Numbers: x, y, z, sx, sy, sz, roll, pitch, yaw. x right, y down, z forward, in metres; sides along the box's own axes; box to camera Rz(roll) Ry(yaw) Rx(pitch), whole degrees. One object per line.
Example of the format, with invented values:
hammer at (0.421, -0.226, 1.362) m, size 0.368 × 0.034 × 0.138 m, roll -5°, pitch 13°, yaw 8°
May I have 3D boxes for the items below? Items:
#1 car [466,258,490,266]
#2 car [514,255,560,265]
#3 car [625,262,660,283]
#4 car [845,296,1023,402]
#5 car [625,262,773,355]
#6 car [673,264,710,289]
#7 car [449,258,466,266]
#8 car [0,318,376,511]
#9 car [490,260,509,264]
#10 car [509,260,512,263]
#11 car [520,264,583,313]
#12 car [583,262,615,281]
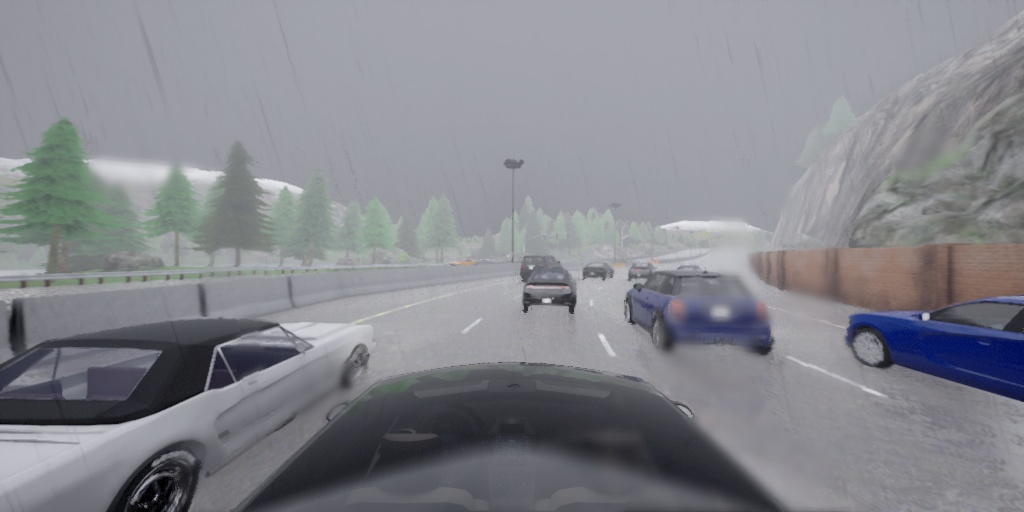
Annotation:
car at (-4.246, 1.212, 52.337) m, size 1.994 × 1.385 × 4.181 m, roll 0°, pitch 0°, yaw 33°
car at (2.431, 0.948, 28.332) m, size 2.150 × 2.045 × 5.566 m, roll 0°, pitch 0°, yaw 23°
car at (10.812, 1.270, 29.543) m, size 2.128 × 1.511 × 4.902 m, roll 0°, pitch 0°, yaw 27°
car at (7.320, 1.270, 4.877) m, size 1.882 × 1.535 × 5.008 m, roll 0°, pitch 0°, yaw 3°
car at (4.276, 1.119, 9.029) m, size 2.097 × 1.767 × 4.553 m, roll 0°, pitch 0°, yaw 6°
car at (12.363, 1.343, 24.966) m, size 2.033 × 1.411 × 5.357 m, roll 0°, pitch 0°, yaw 24°
car at (-7.369, 1.103, 53.958) m, size 1.882 × 1.535 × 5.008 m, roll 0°, pitch 0°, yaw 33°
car at (-3.243, 1.327, 3.837) m, size 1.895 × 1.301 × 4.718 m, roll 0°, pitch 0°, yaw 2°
car at (-0.796, 1.236, 51.228) m, size 1.994 × 1.385 × 4.181 m, roll 0°, pitch 0°, yaw 34°
car at (2.421, 0.920, 49.735) m, size 2.150 × 2.045 × 5.566 m, roll 0°, pitch 0°, yaw 34°
car at (1.568, 1.233, 13.951) m, size 2.128 × 1.511 × 4.902 m, roll 0°, pitch 0°, yaw 11°
car at (7.454, 1.233, 30.667) m, size 1.882 × 1.535 × 5.008 m, roll 0°, pitch 0°, yaw 26°
